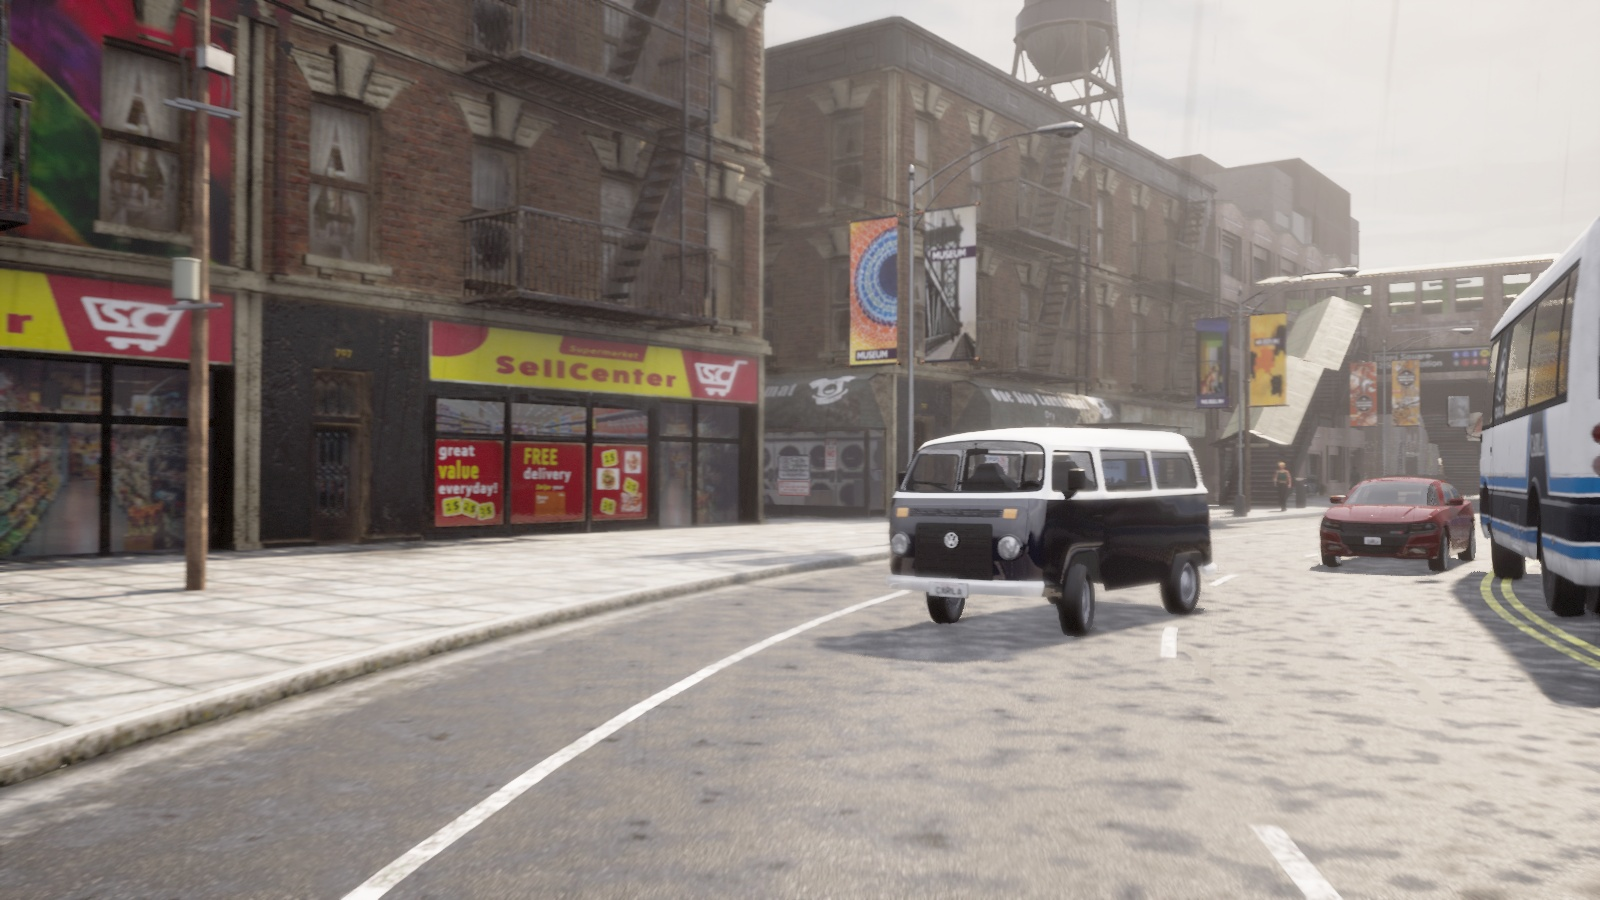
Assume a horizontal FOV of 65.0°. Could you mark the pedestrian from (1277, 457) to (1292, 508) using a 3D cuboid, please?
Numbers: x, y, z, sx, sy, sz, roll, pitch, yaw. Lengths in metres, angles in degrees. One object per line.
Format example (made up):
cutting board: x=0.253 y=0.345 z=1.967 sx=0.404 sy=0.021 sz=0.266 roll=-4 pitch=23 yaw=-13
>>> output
pedestrian: x=17.854 y=1.191 z=46.287 sx=0.345 sy=1.836 sz=0.594 roll=-1 pitch=-1 yaw=37

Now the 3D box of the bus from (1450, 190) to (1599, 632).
bus: x=10.981 y=-0.324 z=16.219 sx=3.944 sy=4.253 sz=10.273 roll=-1 pitch=-1 yaw=24

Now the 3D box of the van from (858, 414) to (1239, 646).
van: x=2.809 y=0.753 z=13.395 sx=2.069 sy=2.038 sz=4.480 roll=-2 pitch=-2 yaw=39

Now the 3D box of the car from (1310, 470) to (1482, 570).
car: x=10.537 y=1.128 z=21.987 sx=1.882 sy=1.535 sz=5.008 roll=-1 pitch=-1 yaw=35

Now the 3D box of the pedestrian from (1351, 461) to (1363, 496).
pedestrian: x=29.016 y=1.477 z=65.439 sx=0.614 sy=1.847 sz=0.353 roll=1 pitch=-1 yaw=-43
